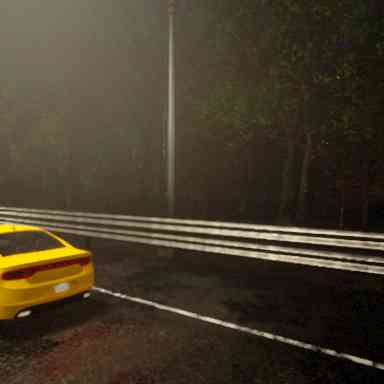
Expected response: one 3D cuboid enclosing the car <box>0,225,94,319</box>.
[{"bbox_3d":[-4.183,1.431,7.006,5.008,1.535,1.882,0,0,36],"label":"car"}]
